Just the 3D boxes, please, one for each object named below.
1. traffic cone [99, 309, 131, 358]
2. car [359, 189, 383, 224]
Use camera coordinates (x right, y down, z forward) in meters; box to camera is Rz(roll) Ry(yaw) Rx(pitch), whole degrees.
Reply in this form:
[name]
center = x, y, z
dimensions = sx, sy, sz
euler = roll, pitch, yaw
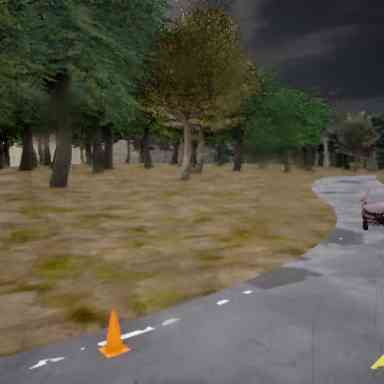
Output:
[traffic cone]
center = -1.113, 1.978, 4.768
dimensions = 0.340, 0.580, 0.340
euler = -2, 0, -38
[car]
center = 8.604, 0.613, 14.806
dimensions = 1.882, 1.535, 5.008
euler = -1, 4, 27
